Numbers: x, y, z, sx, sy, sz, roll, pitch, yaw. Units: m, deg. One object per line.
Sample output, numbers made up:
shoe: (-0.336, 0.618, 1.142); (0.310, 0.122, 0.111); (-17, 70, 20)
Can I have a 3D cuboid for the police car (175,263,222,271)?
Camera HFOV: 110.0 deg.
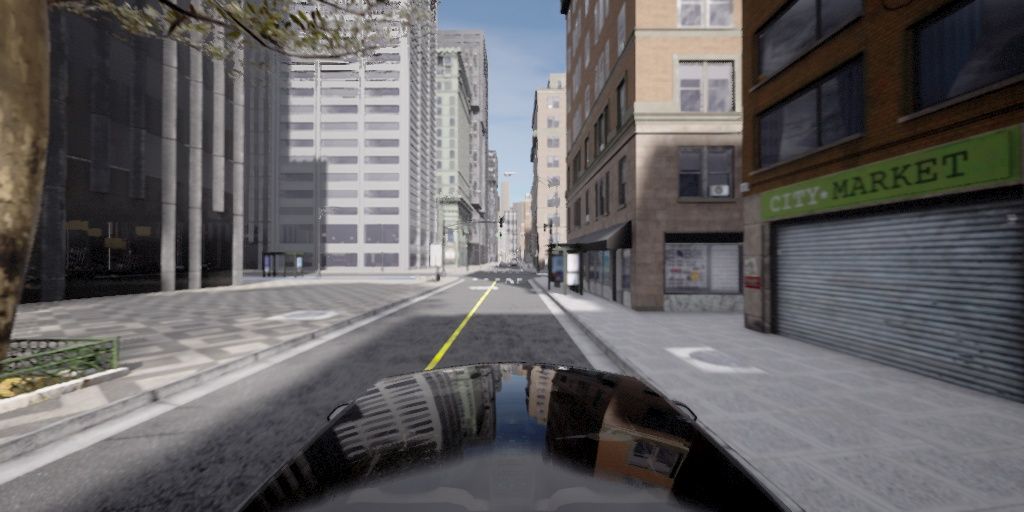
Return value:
police car: (-39.599, 1.649, 45.407); (5.238, 1.638, 1.930); (0, -1, 0)
